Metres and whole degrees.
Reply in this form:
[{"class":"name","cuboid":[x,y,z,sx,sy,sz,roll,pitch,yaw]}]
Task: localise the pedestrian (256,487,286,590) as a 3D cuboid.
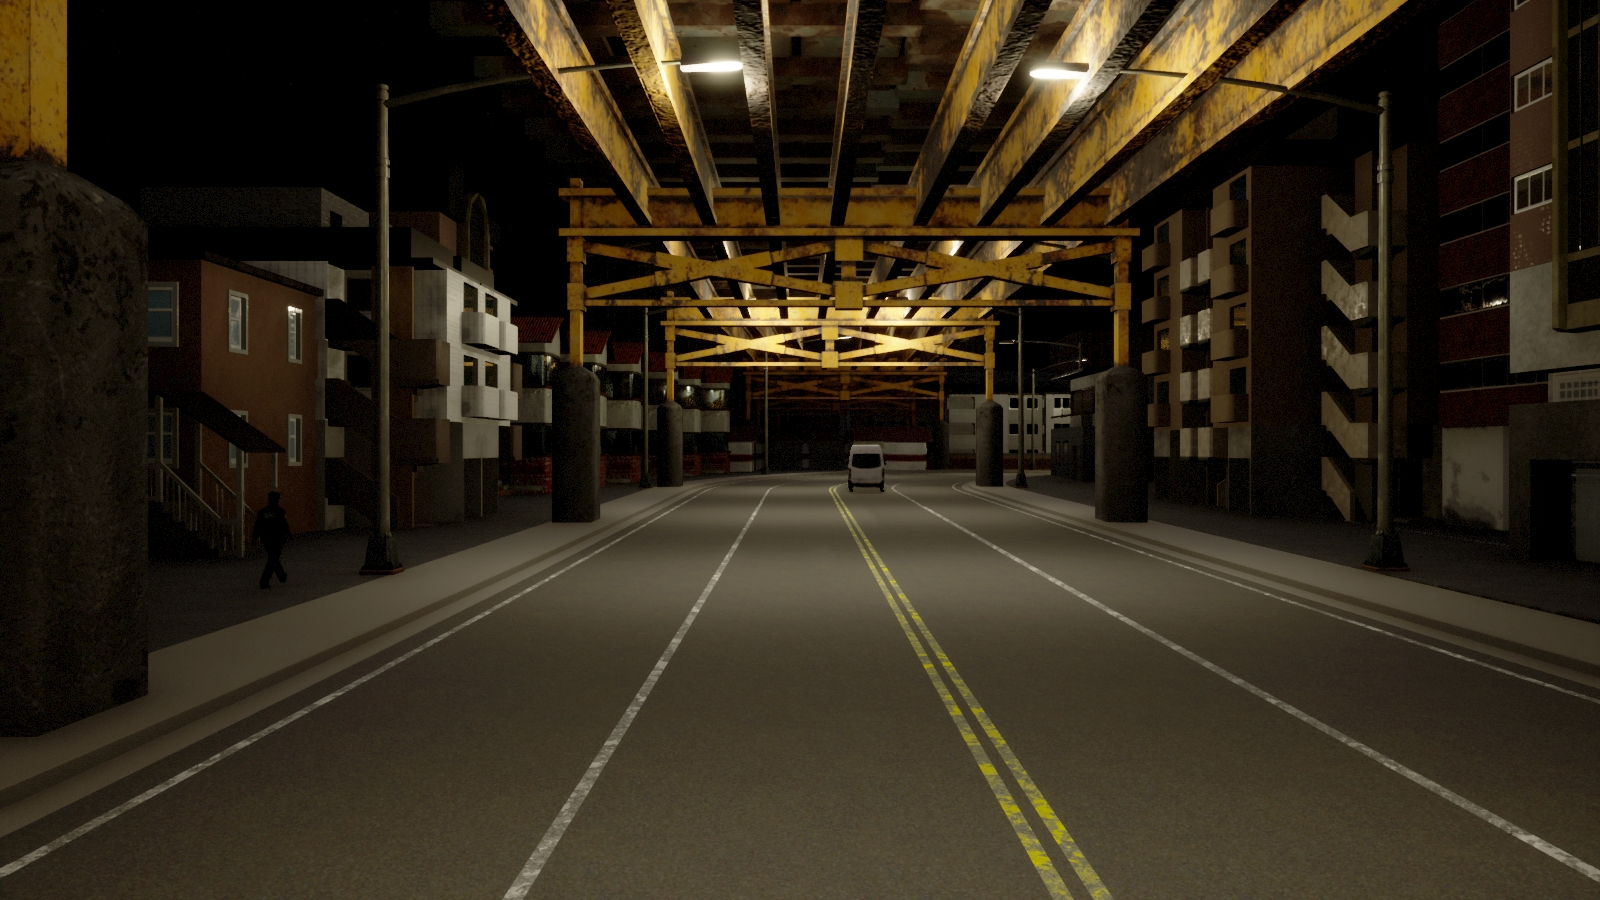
[{"class":"pedestrian","cuboid":[-9.733,1.619,21.028,0.375,1.860,0.375,0,0,1]}]
